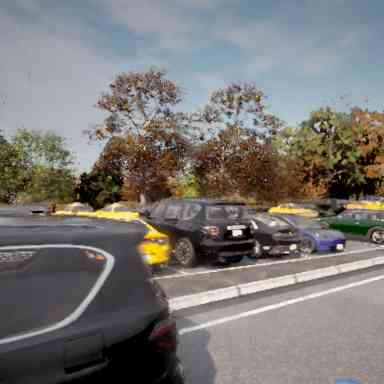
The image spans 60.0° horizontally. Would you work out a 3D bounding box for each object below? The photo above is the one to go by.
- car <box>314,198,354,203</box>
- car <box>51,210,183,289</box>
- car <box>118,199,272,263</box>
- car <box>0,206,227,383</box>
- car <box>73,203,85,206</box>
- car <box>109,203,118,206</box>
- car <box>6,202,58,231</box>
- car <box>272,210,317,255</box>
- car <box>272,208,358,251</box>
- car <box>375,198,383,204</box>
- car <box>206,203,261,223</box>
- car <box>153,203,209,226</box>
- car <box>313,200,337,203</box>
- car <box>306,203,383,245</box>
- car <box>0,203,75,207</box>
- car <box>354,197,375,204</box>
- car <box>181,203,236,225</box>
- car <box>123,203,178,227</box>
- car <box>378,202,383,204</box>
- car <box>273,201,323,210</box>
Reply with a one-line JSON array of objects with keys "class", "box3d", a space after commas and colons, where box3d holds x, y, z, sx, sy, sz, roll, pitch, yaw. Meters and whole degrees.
[{"class": "car", "box3d": [14.994, 1.702, 38.205, 2.435, 2.045, 5.566, 0, 0, -35]}, {"class": "car", "box3d": [-2.533, 1.409, 10.022, 2.097, 1.535, 5.008, 2, -1, -35]}, {"class": "car", "box3d": [-0.254, 1.256, 11.650, 2.435, 2.045, 5.566, 2, -1, -35]}, {"class": "car", "box3d": [-2.658, 1.194, 1.800, 5.566, 2.045, 2.150, 1, -1, -35]}, {"class": "car", "box3d": [-7.876, 1.501, 22.472, 1.946, 1.575, 5.366, 2, -1, -35]}, {"class": "car", "box3d": [-5.583, 1.590, 24.068, 1.946, 1.575, 5.366, 2, -1, -35]}, {"class": "car", "box3d": [-10.078, 1.436, 20.748, 2.163, 1.488, 4.792, 3, -2, -35]}, {"class": "car", "box3d": [2.047, 1.597, 13.209, 2.231, 1.521, 4.892, 2, -1, -35]}, {"class": "car", "box3d": [4.339, 1.704, 14.778, 2.163, 1.488, 4.792, 2, -1, -35]}, {"class": "car", "box3d": [21.880, 1.921, 42.958, 2.097, 1.535, 5.008, 0, 0, -35]}, {"class": "car", "box3d": [3.678, 1.843, 30.284, 2.231, 1.521, 4.892, 1, -1, -35]}, {"class": "car", "box3d": [-1.006, 1.733, 27.023, 2.097, 1.535, 5.008, 2, -1, -35]}, {"class": "car", "box3d": [12.718, 1.947, 36.592, 2.097, 1.535, 5.008, 0, 0, -35]}, {"class": "car", "box3d": [8.923, 1.670, 17.967, 2.185, 1.767, 4.553, 1, -1, -35]}, {"class": "car", "box3d": [-4.829, 1.177, 8.468, 2.185, 1.767, 4.553, 3, -2, -35]}, {"class": "car", "box3d": [19.573, 1.815, 41.396, 2.185, 1.767, 4.553, 0, 0, -35]}, {"class": "car", "box3d": [1.283, 1.791, 28.617, 2.097, 1.535, 5.008, 1, -1, -35]}, {"class": "car", "box3d": [-3.283, 1.697, 25.409, 2.163, 1.488, 4.792, 2, -1, -35]}, {"class": "car", "box3d": [15.749, 1.789, 22.795, 2.185, 1.767, 4.553, 1, 0, -35]}, {"class": "car", "box3d": [10.538, 1.930, 34.842, 1.946, 1.575, 5.366, 1, 0, -35]}]
